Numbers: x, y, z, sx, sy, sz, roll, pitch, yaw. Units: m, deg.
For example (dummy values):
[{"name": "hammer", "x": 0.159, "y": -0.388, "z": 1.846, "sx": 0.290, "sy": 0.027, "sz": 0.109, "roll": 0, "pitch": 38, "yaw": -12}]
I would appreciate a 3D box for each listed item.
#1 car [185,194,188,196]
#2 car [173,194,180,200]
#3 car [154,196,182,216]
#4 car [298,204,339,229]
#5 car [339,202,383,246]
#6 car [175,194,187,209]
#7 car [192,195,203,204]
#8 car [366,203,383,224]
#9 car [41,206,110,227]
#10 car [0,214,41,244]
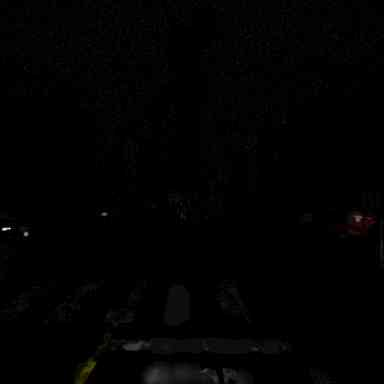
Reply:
[{"name": "car", "x": -1.857, "y": 1.465, "z": 58.723, "sx": 2.033, "sy": 1.411, "sz": 5.357, "roll": 0, "pitch": 0, "yaw": 1}, {"name": "car", "x": -4.266, "y": 1.409, "z": 94.894, "sx": 1.752, "sy": 1.417, "sz": 4.829, "roll": 1, "pitch": 0, "yaw": 0}, {"name": "car", "x": -2.456, "y": 1.436, "z": 32.779, "sx": 1.882, "sy": 1.535, "sz": 5.008, "roll": 0, "pitch": 0, "yaw": 5}, {"name": "car", "x": 8.752, "y": 1.424, "z": 19.920, "sx": 4.674, "sy": 1.442, "sz": 1.812, "roll": -1, "pitch": -1, "yaw": 0}, {"name": "car", "x": 8.714, "y": 1.106, "z": 13.228, "sx": 4.553, "sy": 1.767, "sz": 2.097, "roll": -1, "pitch": -1, "yaw": 0}, {"name": "car", "x": -2.057, "y": 1.417, "z": 44.403, "sx": 1.882, "sy": 1.535, "sz": 5.008, "roll": 0, "pitch": 0, "yaw": 1}, {"name": "car", "x": 1.065, "y": 1.264, "z": 62.754, "sx": 2.097, "sy": 1.767, "sz": 4.553, "roll": 0, "pitch": 0, "yaw": 1}, {"name": "car", "x": 14.718, "y": 1.459, "z": 23.162, "sx": 4.181, "sy": 1.385, "sz": 1.994, "roll": -1, "pitch": -1, "yaw": 0}, {"name": "car", "x": -8.547, "y": 1.663, "z": 23.162, "sx": 5.357, "sy": 1.411, "sz": 2.033, "roll": -1, "pitch": -1, "yaw": 0}, {"name": "car", "x": -9.049, "y": 1.418, "z": 13.251, "sx": 4.902, "sy": 1.511, "sz": 2.128, "roll": 0, "pitch": -1, "yaw": 0}]
